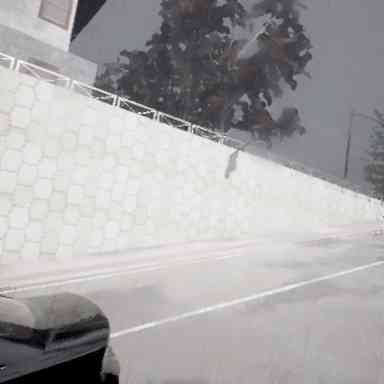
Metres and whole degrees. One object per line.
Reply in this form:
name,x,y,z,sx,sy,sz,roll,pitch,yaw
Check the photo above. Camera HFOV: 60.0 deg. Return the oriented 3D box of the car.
car,-2.926,1.467,1.901,5.008,1.535,1.882,-1,0,-35
